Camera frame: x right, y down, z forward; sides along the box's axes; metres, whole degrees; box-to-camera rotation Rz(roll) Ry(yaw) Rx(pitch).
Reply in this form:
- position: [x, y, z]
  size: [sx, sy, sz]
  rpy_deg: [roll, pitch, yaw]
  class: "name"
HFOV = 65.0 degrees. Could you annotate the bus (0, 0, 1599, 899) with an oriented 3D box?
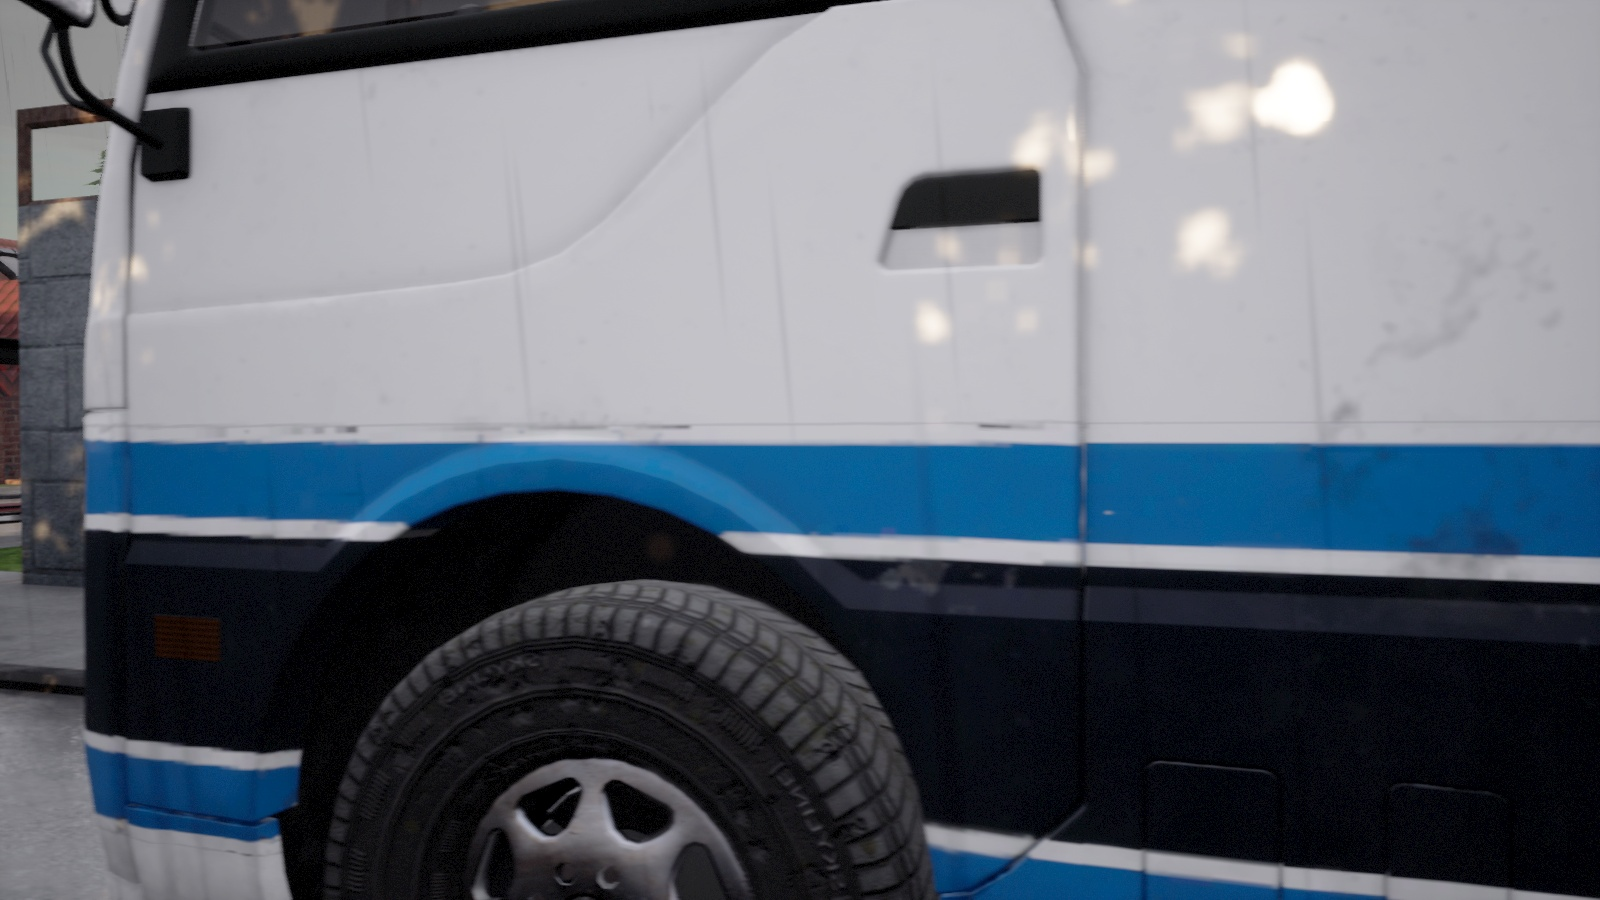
- position: [2.904, -0.581, 2.730]
  size: [10.273, 4.253, 3.944]
  rpy_deg: [1, 1, 20]
  class: "bus"
